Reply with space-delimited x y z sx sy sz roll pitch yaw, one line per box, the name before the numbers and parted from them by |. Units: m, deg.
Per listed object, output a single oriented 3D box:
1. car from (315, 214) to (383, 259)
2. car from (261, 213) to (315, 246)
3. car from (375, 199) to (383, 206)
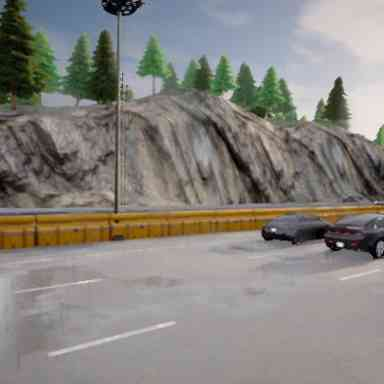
car | 7.327 1.648 13.383 4.892 1.490 1.837 0 0 -35
car | 5.352 1.706 16.268 4.181 1.385 1.994 1 0 -35
car | 34.124 1.994 58.476 4.553 1.767 2.097 1 0 -36
